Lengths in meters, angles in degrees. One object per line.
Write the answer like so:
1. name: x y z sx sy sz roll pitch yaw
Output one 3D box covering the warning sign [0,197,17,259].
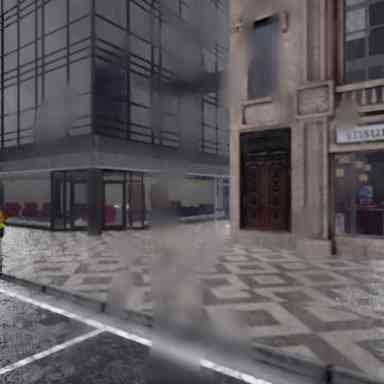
1. warning sign: -6.381 1.109 10.342 1.060 1.860 1.300 0 0 35
